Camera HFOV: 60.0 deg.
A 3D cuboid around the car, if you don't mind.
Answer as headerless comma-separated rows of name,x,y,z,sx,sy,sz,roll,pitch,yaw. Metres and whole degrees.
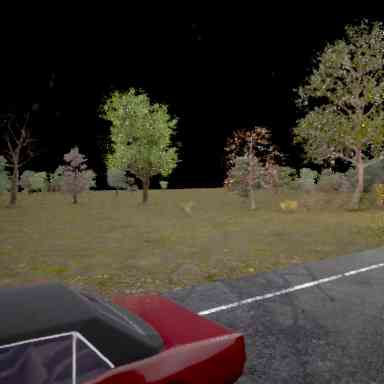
car,-1.865,1.603,2.674,4.718,1.301,1.895,0,0,-36
